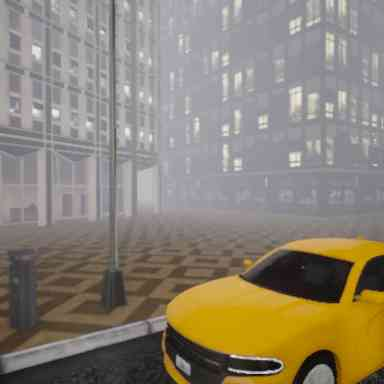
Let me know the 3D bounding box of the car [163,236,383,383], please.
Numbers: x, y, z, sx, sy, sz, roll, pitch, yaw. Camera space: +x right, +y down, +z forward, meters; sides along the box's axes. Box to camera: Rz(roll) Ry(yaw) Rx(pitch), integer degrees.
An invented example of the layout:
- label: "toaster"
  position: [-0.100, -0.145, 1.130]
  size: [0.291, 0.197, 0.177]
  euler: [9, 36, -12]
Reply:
- label: "car"
  position: [1.960, 1.457, 4.757]
  size: [5.008, 1.535, 1.882]
  euler: [0, 0, -35]
